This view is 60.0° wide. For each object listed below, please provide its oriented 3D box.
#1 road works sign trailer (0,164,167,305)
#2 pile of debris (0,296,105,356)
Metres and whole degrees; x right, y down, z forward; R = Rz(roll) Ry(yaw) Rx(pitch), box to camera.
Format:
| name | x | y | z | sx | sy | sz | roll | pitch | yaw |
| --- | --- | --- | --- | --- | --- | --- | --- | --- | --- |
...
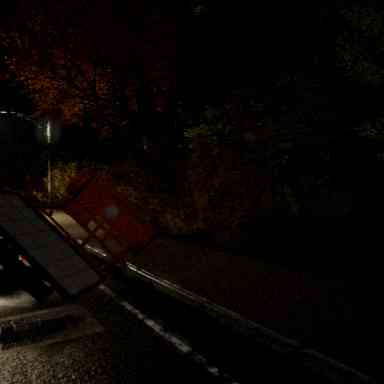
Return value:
| name | x | y | z | sx | sy | sz | roll | pitch | yaw |
| --- | --- | --- | --- | --- | --- | --- | --- | --- | --- |
| road works sign trailer | -2.584 | 1.014 | 6.620 | 2.380 | 2.880 | 3.560 | 42 | 3 | 6 |
| pile of debris | -2.548 | 2.102 | 5.315 | 1.860 | 0.140 | 1.500 | -2 | 1 | -33 |
